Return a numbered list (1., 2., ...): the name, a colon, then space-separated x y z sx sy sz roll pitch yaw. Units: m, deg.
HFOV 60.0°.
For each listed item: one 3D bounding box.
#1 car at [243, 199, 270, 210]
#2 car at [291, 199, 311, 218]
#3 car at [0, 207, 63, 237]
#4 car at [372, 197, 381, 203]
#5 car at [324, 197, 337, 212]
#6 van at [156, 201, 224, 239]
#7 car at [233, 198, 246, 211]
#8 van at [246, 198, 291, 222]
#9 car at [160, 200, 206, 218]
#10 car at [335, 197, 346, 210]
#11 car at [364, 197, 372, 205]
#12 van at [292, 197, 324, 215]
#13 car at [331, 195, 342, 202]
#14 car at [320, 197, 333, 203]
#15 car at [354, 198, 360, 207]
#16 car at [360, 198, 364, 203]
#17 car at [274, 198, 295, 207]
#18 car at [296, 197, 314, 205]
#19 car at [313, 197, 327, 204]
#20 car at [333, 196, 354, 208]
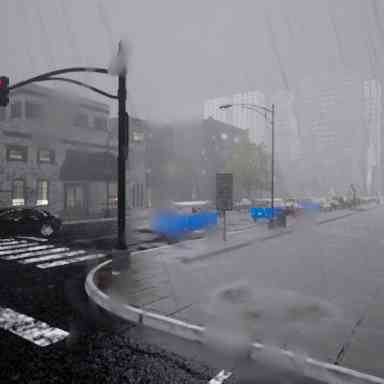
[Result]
1. car: 8.842 1.624 45.094 1.887 1.381 4.507 0 0 35
2. car: 9.363 1.653 31.225 1.887 1.381 4.507 0 0 35
3. car: -8.812 1.505 16.104 1.837 1.490 4.892 1 1 41
4. car: 44.196 1.897 80.985 1.947 1.339 4.313 0 0 35
5. car: 15.795 1.668 40.412 1.752 1.417 4.829 0 0 35
6. van: -0.135 1.404 17.655 1.690 1.788 3.998 0 0 35
7. car: 5.677 1.501 40.570 1.967 1.590 4.097 0 0 35
8. van: 6.198 1.433 26.702 1.690 1.788 3.998 0 0 35
9. car: -0.755 1.553 31.383 1.752 1.417 4.829 0 0 35
10. car: 18.863 1.726 44.796 1.947 1.339 4.313 0 0 35
11. car: 34.696 1.807 67.414 1.887 1.381 4.507 0 0 35
12. van: 12.531 1.466 35.749 1.690 1.788 3.998 0 0 35
13. car: 37.341 1.707 85.805 1.967 1.590 4.097 0 0 35
14. car: 31.007 1.787 76.758 1.947 1.339 4.313 0 0 35
15. car: 25.198 1.514 53.844 2.192 1.841 5.009 0 0 35
16. car: 28.461 1.745 58.506 1.752 1.417 4.829 0 0 35
17. car: 15.175 1.660 54.140 1.887 1.381 4.507 0 0 35
18. car: 21.508 1.700 63.187 1.887 1.381 4.507 0 0 35
19. car: 27.743 1.723 72.095 1.752 1.417 4.829 0 0 35
20. car: 22.032 1.494 49.320 2.192 1.841 5.009 0 0 35
